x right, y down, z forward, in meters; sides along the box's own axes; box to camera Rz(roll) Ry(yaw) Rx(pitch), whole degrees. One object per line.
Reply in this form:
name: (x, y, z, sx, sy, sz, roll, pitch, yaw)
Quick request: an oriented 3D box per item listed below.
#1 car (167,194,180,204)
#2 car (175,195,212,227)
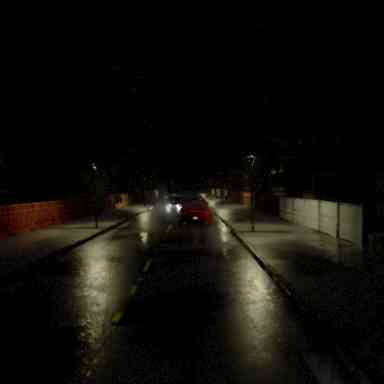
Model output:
car: (-2.541, 0.973, 47.678, 1.895, 1.301, 4.718, -1, 1, 0)
car: (0.196, 1.197, 20.318, 1.882, 1.535, 5.008, -1, 1, 0)
